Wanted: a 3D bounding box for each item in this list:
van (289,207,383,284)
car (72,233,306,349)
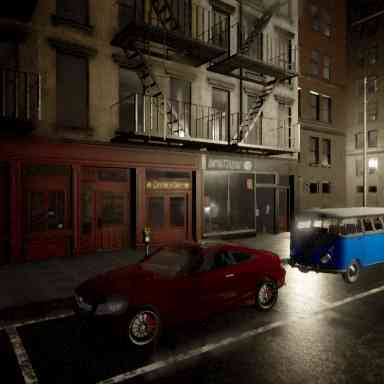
[{"bbox_3d":[4.410,1.341,9.296,3.998,1.788,1.690,0,0,-35],"label":"van"},{"bbox_3d":[-0.005,1.582,6.176,4.206,1.307,1.802,0,0,-35],"label":"car"}]
